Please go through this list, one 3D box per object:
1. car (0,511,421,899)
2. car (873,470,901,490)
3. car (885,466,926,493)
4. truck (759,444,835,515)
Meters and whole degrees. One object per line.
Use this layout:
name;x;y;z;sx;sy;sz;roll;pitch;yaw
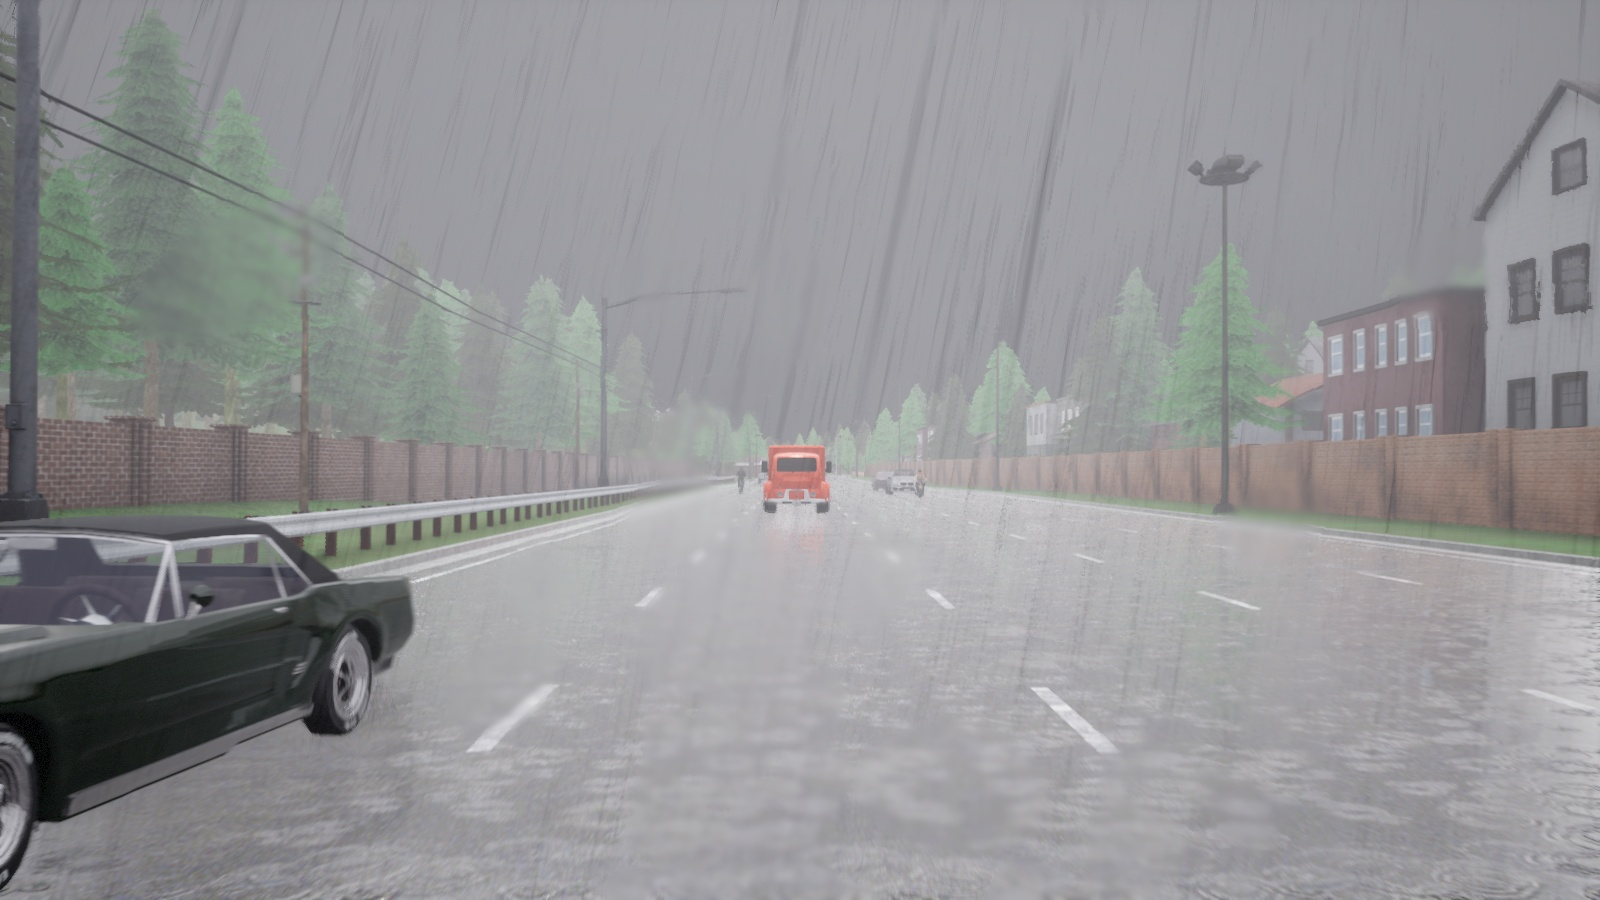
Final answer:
car;-3.641;1.023;6.054;1.895;1.301;4.718;0;-1;4
car;6.762;2.314;97.960;1.882;1.535;5.008;0;-1;0
car;6.802;1.919;81.676;2.242;1.667;4.611;0;0;0
truck;-0.115;1.060;46.337;2.627;2.467;5.204;0;-1;0
